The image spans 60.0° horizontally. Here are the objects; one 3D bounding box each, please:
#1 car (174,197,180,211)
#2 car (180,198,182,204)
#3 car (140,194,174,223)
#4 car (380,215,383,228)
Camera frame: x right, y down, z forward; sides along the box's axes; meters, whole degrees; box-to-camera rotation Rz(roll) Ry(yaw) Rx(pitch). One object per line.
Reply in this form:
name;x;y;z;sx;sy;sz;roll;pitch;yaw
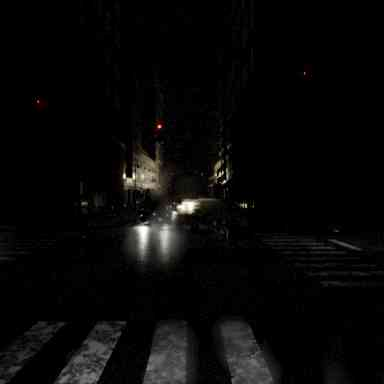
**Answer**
car;-2.871;1.338;39.335;2.097;1.767;4.553;0;0;0
car;-2.813;1.528;60.034;1.994;1.385;4.181;0;0;1
car;-2.749;1.215;25.928;2.150;2.045;5.566;0;0;-3
car;12.339;1.282;16.815;5.009;1.841;2.192;0;0;0
